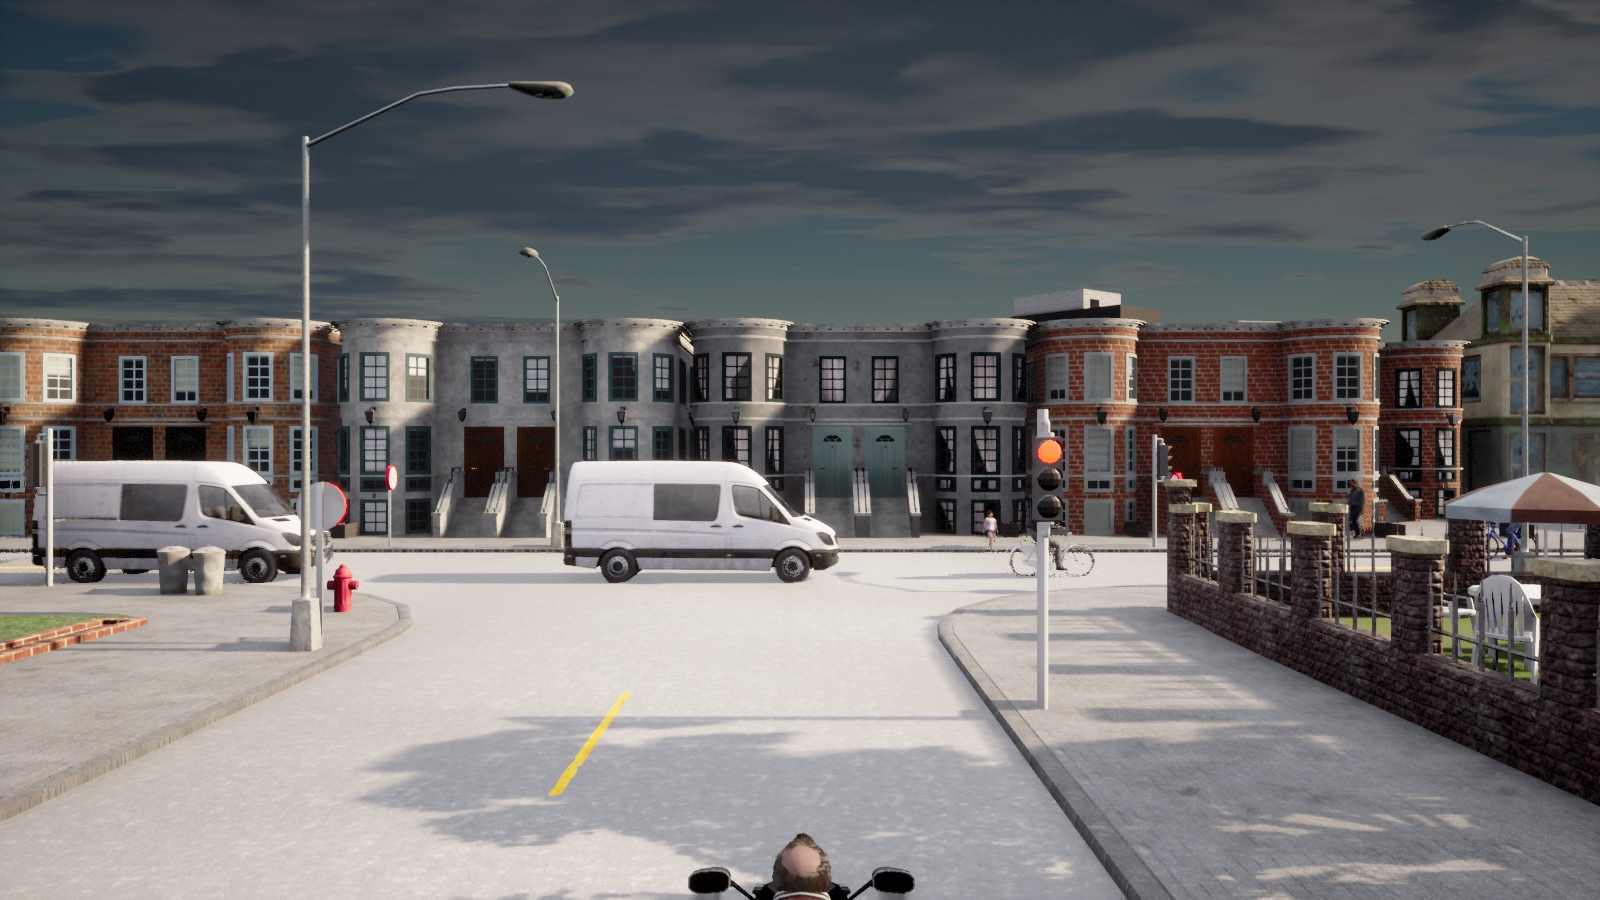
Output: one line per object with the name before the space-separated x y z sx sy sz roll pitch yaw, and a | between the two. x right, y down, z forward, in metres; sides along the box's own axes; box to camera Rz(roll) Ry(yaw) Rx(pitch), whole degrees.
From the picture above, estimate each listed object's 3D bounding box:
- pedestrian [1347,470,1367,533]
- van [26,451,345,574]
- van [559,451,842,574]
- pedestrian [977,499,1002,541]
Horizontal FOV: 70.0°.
pedestrian | 16.453 1.512 33.760 0.375 1.860 0.375 0 0 -9
van | -13.235 1.304 24.846 5.915 2.561 1.988 0 0 1
van | -2.081 1.305 24.917 5.915 2.561 1.988 0 0 0
pedestrian | 5.150 1.892 31.003 0.500 1.100 0.500 0 0 -17
